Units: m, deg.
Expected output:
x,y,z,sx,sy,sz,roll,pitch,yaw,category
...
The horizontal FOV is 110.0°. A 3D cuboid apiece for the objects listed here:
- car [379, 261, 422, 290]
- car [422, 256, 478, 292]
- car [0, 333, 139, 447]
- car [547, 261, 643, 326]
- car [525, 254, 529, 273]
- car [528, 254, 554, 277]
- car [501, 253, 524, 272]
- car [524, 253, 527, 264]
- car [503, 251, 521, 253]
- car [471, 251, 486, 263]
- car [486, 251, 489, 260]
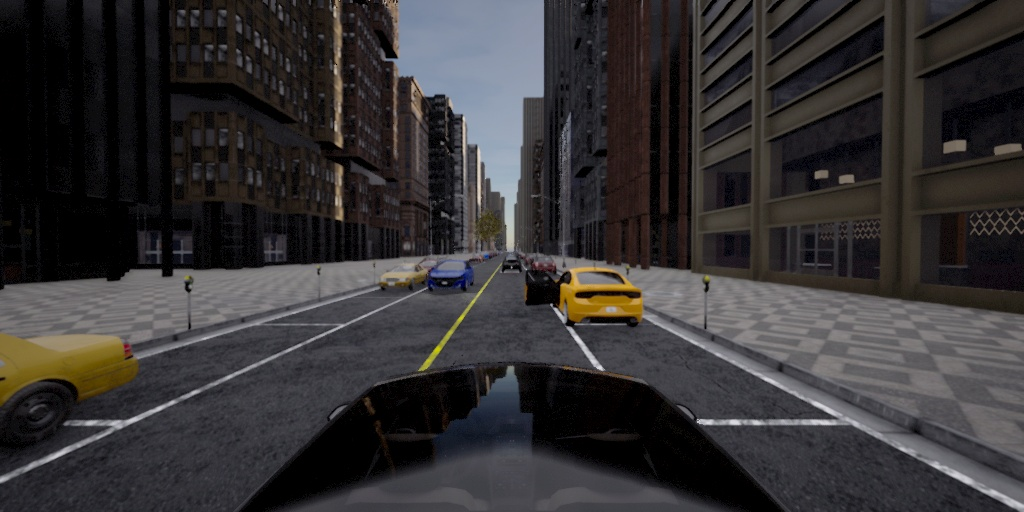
x,y,z,sx,sy,sz,roll,pitch,yaw,category
-5.787,0.976,19.611,1.751,1.417,4.829,0,0,0,car
-3.123,0.939,19.108,1.882,1.535,5.008,0,1,0,car
-5.763,1.258,2.581,1.751,1.417,4.829,0,0,0,car
2.348,1.074,10.960,1.882,1.535,5.008,0,1,0,car
2.714,0.742,36.828,1.948,1.339,4.313,0,0,0,car
2.722,0.707,31.150,1.967,1.591,4.097,0,0,0,car
-0.007,0.714,34.846,1.837,1.490,4.892,0,1,0,car
2.699,0.434,48.181,1.967,1.591,4.097,0,0,0,car
-0.024,0.456,50.795,1.837,1.490,4.892,0,1,0,car
-5.842,0.253,59.517,1.967,1.591,4.097,0,0,0,car
-5.850,0.273,65.194,2.007,1.370,4.403,0,0,0,car
